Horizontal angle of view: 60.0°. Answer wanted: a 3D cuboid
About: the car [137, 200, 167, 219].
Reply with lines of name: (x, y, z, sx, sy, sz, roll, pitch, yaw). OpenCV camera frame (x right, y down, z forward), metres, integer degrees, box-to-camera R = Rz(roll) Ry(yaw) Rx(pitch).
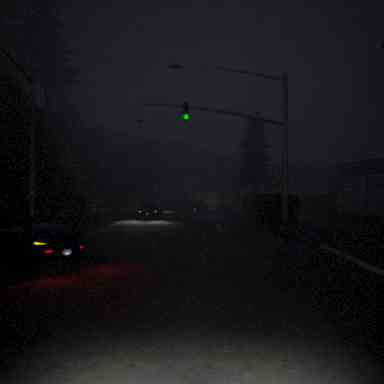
car: (-3.542, 1.506, 28.878, 1.837, 1.490, 4.892, 0, 0, 1)

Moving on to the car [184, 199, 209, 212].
car: (0.793, 1.602, 38.715, 1.895, 1.301, 4.718, 0, 0, 11)

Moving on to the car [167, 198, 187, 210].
car: (-1.784, 1.504, 42.239, 1.837, 1.490, 4.892, -1, 0, 34)

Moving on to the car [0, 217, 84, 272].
car: (-5.400, 1.526, 10.798, 4.674, 1.442, 1.812, 0, -1, 36)
